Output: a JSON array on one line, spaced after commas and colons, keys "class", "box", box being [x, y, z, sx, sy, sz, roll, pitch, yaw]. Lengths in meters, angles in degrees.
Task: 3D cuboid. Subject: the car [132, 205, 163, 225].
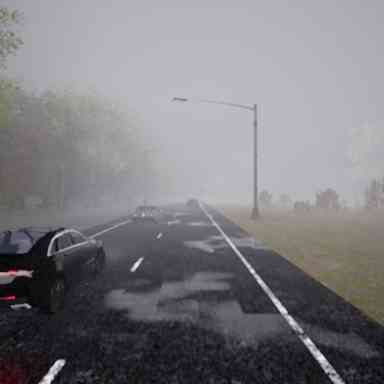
[{"class": "car", "box": [-3.394, 1.688, 25.733, 2.033, 1.411, 5.357, 0, 0, 0]}]

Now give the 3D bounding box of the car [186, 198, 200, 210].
[{"class": "car", "box": [0.110, 1.742, 48.022, 1.882, 1.535, 5.008, 0, 0, 0]}]

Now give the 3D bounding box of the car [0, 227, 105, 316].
[{"class": "car", "box": [-3.400, 1.533, 7.589, 2.128, 1.511, 4.902, 0, 0, 0]}]

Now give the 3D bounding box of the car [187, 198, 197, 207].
[{"class": "car", "box": [0.013, 1.832, 59.362, 1.837, 1.490, 4.892, 0, 0, 0]}]
